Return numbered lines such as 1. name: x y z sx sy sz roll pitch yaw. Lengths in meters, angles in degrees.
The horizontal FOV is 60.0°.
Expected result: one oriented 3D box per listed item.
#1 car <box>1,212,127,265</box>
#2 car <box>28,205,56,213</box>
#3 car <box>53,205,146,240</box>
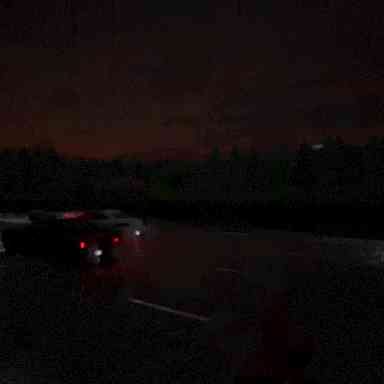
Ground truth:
1. car: -4.720 1.599 11.664 4.718 1.301 1.895 0 0 36
2. car: -9.759 1.597 23.862 4.718 1.301 1.895 0 0 36
3. car: -4.212 1.523 15.602 4.674 1.442 1.812 0 0 36
